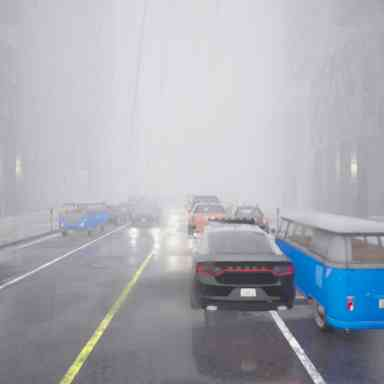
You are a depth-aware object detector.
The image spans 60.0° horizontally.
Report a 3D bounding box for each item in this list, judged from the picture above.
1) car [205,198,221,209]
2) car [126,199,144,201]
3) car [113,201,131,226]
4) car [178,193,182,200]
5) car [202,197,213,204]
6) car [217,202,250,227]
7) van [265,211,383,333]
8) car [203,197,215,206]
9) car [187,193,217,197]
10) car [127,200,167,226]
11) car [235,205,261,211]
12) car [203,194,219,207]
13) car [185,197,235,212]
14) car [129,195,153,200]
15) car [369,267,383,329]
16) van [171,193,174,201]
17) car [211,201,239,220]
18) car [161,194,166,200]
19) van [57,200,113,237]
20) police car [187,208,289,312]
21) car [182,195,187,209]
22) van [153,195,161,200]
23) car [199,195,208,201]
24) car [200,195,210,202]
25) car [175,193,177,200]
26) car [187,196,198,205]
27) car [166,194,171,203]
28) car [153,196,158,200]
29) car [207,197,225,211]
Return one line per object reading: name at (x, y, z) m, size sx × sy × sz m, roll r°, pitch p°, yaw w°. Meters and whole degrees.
car at (2.853, 1.563, 45.997) m, size 1.947 × 1.339 × 4.313 m, roll 0°, pitch 0°, yaw 0°
car at (-5.706, 1.563, 29.095) m, size 1.947 × 1.339 × 4.313 m, roll 0°, pitch 0°, yaw 0°
car at (-5.718, 1.564, 23.458) m, size 1.947 × 1.339 × 4.313 m, roll 0°, pitch 0°, yaw 0°
car at (-2.810, 1.480, 94.717) m, size 1.882 × 1.535 × 5.008 m, roll 0°, pitch 0°, yaw 0°
car at (2.887, 1.562, 62.906) m, size 1.947 × 1.339 × 4.313 m, roll 0°, pitch 0°, yaw 0°
car at (2.808, 1.523, 23.622) m, size 1.752 × 1.417 × 4.829 m, roll 0°, pitch 0°, yaw 0°
van at (2.773, 1.340, 6.543) m, size 1.690 × 1.788 × 3.998 m, roll 0°, pitch 0°, yaw 0°
car at (2.876, 1.541, 57.270) m, size 1.887 × 1.381 × 4.507 m, roll 0°, pitch 0°, yaw 0°
car at (0.906, 1.220, 23.893) m, size 2.150 × 2.045 × 5.566 m, roll 0°, pitch 0°, yaw 0°
car at (-3.052, 1.523, 23.354) m, size 1.812 × 1.442 × 4.674 m, roll 0°, pitch 0°, yaw 0°
car at (2.796, 1.438, 17.816) m, size 1.967 × 1.590 × 4.097 m, roll 0°, pitch 0°, yaw 0°
car at (2.863, 1.312, 51.634) m, size 2.192 × 1.841 × 5.009 m, roll 0°, pitch 0°, yaw 0°
car at (0.808, 1.350, 17.812) m, size 2.097 × 1.767 × 4.553 m, roll 0°, pitch 0°, yaw -1°
car at (-5.696, 1.312, 34.731) m, size 2.192 × 1.841 × 5.009 m, roll 0°, pitch 0°, yaw 0°
car at (2.762, 1.525, 1.077) m, size 1.752 × 1.417 × 4.829 m, roll 0°, pitch 0°, yaw 0°
van at (-5.616, 1.338, 74.188) m, size 1.690 × 1.788 × 3.998 m, roll 0°, pitch 0°, yaw 0°
car at (2.819, 1.548, 29.088) m, size 2.008 × 1.369 × 4.403 m, roll 0°, pitch 0°, yaw 0°
car at (-5.661, 1.437, 51.642) m, size 1.967 × 1.590 × 4.097 m, roll 0°, pitch 0°, yaw 0°
van at (-5.730, 1.339, 17.821) m, size 1.690 × 1.788 × 3.998 m, roll 0°, pitch 0°, yaw 0°
police car at (0.916, 1.424, 7.972) m, size 1.930 × 1.638 × 5.238 m, roll 0°, pitch 0°, yaw 0°
car at (0.126, 1.218, 44.653) m, size 2.150 × 2.045 × 5.566 m, roll 0°, pitch 0°, yaw 1°
van at (-5.673, 1.338, 46.005) m, size 1.690 × 1.788 × 3.998 m, roll 0°, pitch 0°, yaw 0°
car at (2.932, 1.565, 85.451) m, size 1.947 × 1.339 × 4.313 m, roll 0°, pitch 0°, yaw 0°
car at (2.909, 1.437, 74.178) m, size 1.967 × 1.590 × 4.097 m, roll 0°, pitch 0°, yaw 0°
car at (-5.593, 1.550, 85.461) m, size 2.008 × 1.369 × 4.403 m, roll 0°, pitch 0°, yaw 0°
car at (0.118, 1.501, 58.596) m, size 1.837 × 1.490 × 4.892 m, roll 0°, pitch 0°, yaw 0°
car at (-5.638, 1.437, 62.915) m, size 1.967 × 1.590 × 4.097 m, roll 0°, pitch 0°, yaw 0°
car at (-5.684, 1.542, 40.368) m, size 1.887 × 1.381 × 4.507 m, roll 0°, pitch 0°, yaw 0°
car at (2.841, 1.437, 40.360) m, size 1.967 × 1.590 × 4.097 m, roll 0°, pitch 0°, yaw 0°
